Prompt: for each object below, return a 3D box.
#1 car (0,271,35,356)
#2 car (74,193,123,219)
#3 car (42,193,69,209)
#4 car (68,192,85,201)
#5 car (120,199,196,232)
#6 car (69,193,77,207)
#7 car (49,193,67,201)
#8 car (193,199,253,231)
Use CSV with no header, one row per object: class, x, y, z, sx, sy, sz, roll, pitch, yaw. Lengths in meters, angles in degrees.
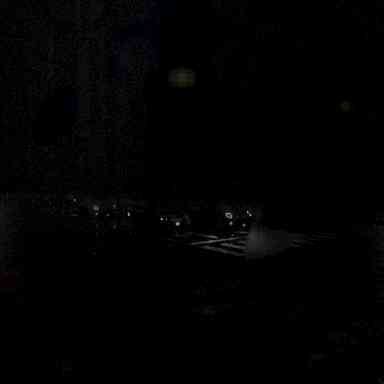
car,-4.221,1.545,3.641,4.507,1.381,1.887,0,-1,-36
car,-7.892,1.208,27.800,2.097,1.767,4.553,-1,1,-36
car,-16.851,1.238,40.314,1.837,1.490,4.892,-1,1,-35
car,-22.918,0.878,65.762,1.882,1.535,5.008,-1,1,-36
car,-2.202,1.427,19.882,2.128,1.511,4.902,-1,1,-36
car,-14.930,1.027,43.216,2.097,1.767,4.553,-1,1,-35
car,-26.128,0.986,64.663,2.033,1.411,5.357,-1,1,-36
car,1.548,1.254,20.316,2.097,1.767,4.553,-1,1,-37
